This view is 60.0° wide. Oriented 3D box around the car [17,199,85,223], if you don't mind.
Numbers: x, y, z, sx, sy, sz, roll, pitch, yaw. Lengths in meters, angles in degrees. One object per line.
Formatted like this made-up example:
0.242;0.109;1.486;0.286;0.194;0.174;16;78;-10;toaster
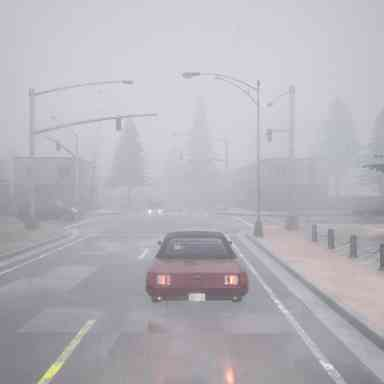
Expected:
-10.542;1.337;25.142;4.553;1.767;2.097;0;0;-1;car

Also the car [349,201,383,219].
15.775;1.476;27.844;4.902;1.511;2.128;0;0;2;car

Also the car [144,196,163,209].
-4.818;1.530;43.404;1.994;1.385;4.181;0;0;-6;car

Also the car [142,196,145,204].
-6.319;1.470;52.153;1.837;1.490;4.892;0;0;-15;car

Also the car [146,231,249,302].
0.075;1.601;8.187;1.895;1.301;4.718;0;0;-1;car

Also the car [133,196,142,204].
-9.568;1.443;61.890;1.882;1.535;5.008;0;0;-23;car
